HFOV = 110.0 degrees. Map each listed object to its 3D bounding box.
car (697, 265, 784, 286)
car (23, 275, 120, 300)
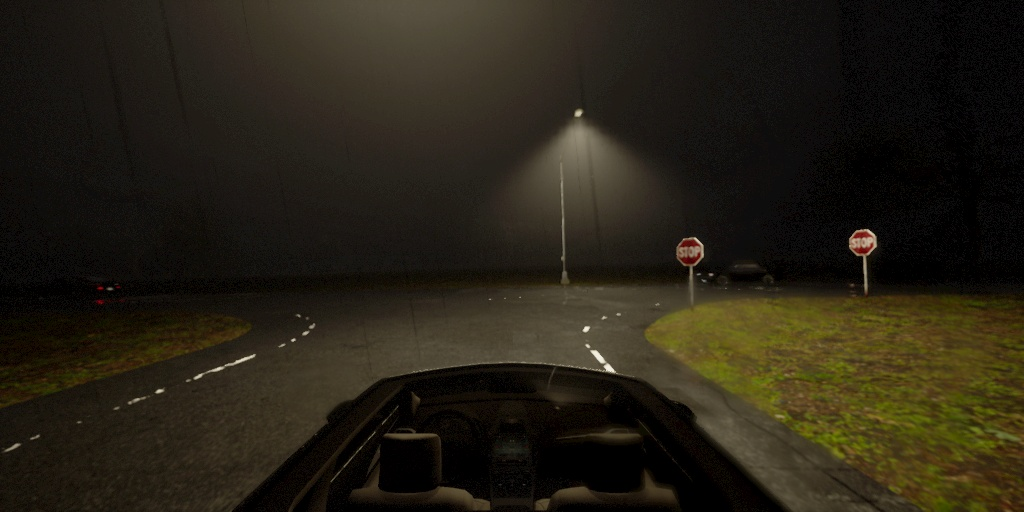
[{"bbox_3d":[14.638,1.243,23.209,4.718,1.301,1.895,-1,-3,-1],"label":"car"},{"bbox_3d":[-27.862,1.970,22.812,4.674,1.442,1.812,-1,-3,0],"label":"car"}]
